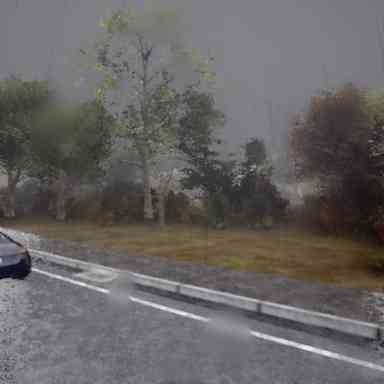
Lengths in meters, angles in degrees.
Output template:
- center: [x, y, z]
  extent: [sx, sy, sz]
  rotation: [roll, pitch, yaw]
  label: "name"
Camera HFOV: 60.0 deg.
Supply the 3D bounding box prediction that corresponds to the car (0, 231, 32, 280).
- center: [-6.118, 1.593, 9.003]
  extent: [4.181, 1.385, 1.994]
  rotation: [0, 0, 40]
  label: "car"
